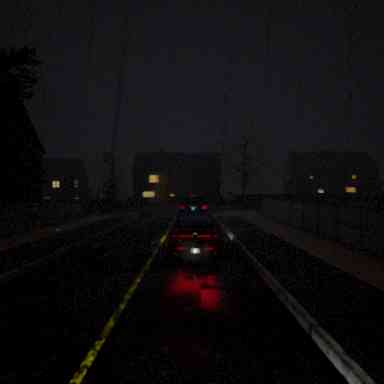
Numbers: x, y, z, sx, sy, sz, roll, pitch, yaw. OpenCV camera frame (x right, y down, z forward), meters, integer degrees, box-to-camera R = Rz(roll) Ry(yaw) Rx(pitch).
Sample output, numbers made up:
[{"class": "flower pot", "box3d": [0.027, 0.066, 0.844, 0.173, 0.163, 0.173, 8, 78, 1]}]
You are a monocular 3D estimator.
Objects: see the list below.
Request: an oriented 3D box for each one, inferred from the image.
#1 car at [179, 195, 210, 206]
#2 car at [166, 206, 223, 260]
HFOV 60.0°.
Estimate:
[{"class": "car", "box3d": [0.155, 1.220, 25.238, 2.150, 2.045, 5.566, 0, 0, 2]}, {"class": "car", "box3d": [0.099, 1.498, 12.380, 1.837, 1.490, 4.892, 0, 0, 0]}]
